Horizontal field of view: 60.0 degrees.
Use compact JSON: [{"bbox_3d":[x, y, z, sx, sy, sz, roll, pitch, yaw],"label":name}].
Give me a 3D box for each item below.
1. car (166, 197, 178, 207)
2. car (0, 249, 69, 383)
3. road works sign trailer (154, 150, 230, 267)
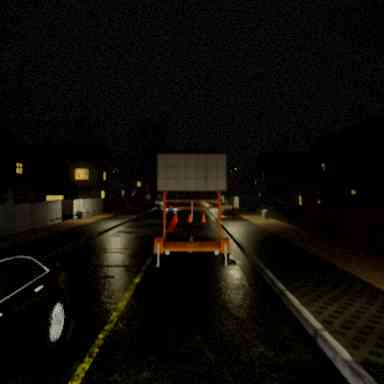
[{"bbox_3d":[-2.838,1.442,45.852,2.033,1.411,5.357,0,0,0],"label":"car"},{"bbox_3d":[-2.850,1.485,3.411,1.837,1.490,4.892,0,0,0],"label":"car"},{"bbox_3d":[0.003,0.407,11.137,2.380,3.560,2.880,0,0,0],"label":"road works sign trailer"}]
